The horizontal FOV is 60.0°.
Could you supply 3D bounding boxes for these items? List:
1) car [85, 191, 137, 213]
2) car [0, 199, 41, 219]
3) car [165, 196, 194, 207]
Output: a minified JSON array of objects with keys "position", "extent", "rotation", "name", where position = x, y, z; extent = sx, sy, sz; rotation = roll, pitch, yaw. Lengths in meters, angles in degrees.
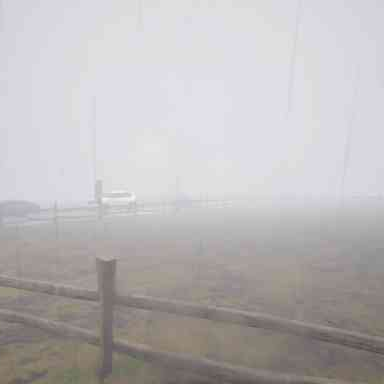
[{"position":[-7.987,0.937,33.381],"extent":[2.150,2.045,5.566],"rotation":[1,1,36],"name":"car"},{"position":[-13.975,1.340,25.094],"extent":[1.837,1.490,4.892],"rotation":[1,1,36],"name":"car"},{"position":[-1.528,1.149,42.329],"extent":[1.994,1.385,4.181],"rotation":[1,1,36],"name":"car"}]
